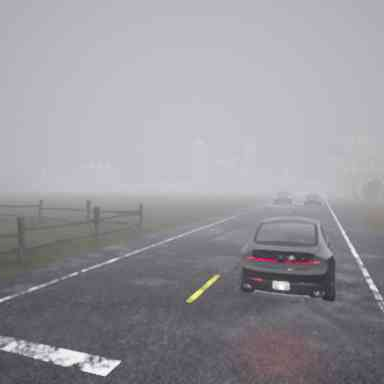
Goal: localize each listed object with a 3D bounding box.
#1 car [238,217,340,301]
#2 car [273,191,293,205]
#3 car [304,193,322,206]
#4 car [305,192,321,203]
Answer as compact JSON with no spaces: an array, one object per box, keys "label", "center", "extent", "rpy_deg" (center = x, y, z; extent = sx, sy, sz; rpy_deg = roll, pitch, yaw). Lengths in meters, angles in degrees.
[{"label":"car","center":[2.428,1.362,8.119],"extent":[1.837,1.490,4.892],"rpy_deg":[0,1,21]},{"label":"car","center":[11.648,0.625,42.294],"extent":[2.097,1.767,4.553],"rpy_deg":[0,1,21]},{"label":"car","center":[14.211,0.867,39.096],"extent":[2.033,1.411,5.357],"rpy_deg":[0,1,21]},{"label":"car","center":[16.980,0.756,46.483],"extent":[1.994,1.385,4.181],"rpy_deg":[0,1,21]}]
